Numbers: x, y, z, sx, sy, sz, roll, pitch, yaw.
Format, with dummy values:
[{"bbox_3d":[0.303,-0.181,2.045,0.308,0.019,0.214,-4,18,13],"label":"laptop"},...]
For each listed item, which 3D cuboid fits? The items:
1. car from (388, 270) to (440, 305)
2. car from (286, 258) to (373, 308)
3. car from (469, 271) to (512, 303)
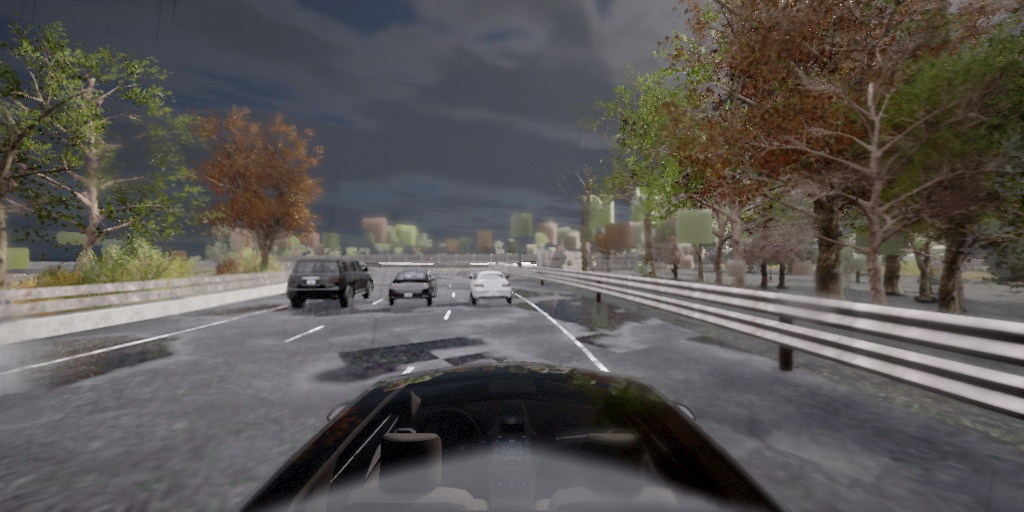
[{"bbox_3d":[-4.568,1.394,17.030,2.128,1.511,4.902,0,0,-8],"label":"car"},{"bbox_3d":[-7.994,1.111,16.280,2.150,2.045,5.566,0,0,-8],"label":"car"},{"bbox_3d":[-1.114,1.431,17.598,1.812,1.442,4.674,0,0,-8],"label":"car"}]
